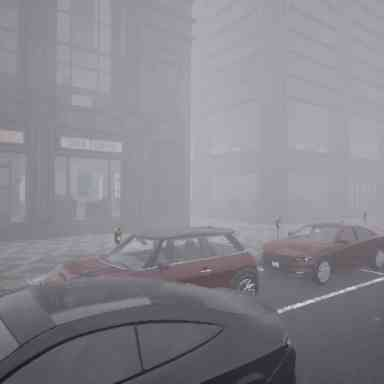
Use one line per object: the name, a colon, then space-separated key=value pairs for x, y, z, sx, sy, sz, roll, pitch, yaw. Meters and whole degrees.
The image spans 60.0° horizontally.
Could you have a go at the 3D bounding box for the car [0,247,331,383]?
car: x=-1.110 y=1.525 z=2.586 sx=4.674 sy=1.442 sz=1.812 roll=0 pitch=0 yaw=-36

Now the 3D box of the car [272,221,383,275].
car: x=3.893 y=1.545 z=9.530 sx=4.507 sy=1.381 sz=1.887 roll=0 pitch=1 yaw=-35

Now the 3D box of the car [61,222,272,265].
car: x=-0.686 y=1.440 z=6.263 sx=4.097 sy=1.590 sz=1.967 roll=0 pitch=1 yaw=-35
